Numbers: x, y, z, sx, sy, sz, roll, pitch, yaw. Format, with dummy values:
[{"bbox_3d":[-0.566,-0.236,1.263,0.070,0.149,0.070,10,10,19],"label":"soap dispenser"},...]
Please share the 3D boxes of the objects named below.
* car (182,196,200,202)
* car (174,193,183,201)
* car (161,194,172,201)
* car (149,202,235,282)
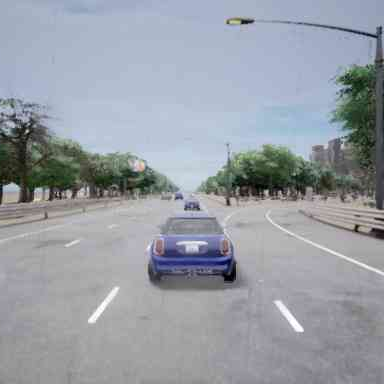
[{"bbox_3d":[0.008,1.523,41.536,1.812,1.442,4.674,0,0,0],"label":"car"},{"bbox_3d":[-3.484,1.284,88.031,2.150,2.045,5.566,0,0,0],"label":"car"},{"bbox_3d":[-6.984,1.416,88.388,2.097,1.767,4.553,0,0,0],"label":"car"},{"bbox_3d":[0.004,1.351,9.940,2.097,1.767,4.553,0,0,0],"label":"car"}]
